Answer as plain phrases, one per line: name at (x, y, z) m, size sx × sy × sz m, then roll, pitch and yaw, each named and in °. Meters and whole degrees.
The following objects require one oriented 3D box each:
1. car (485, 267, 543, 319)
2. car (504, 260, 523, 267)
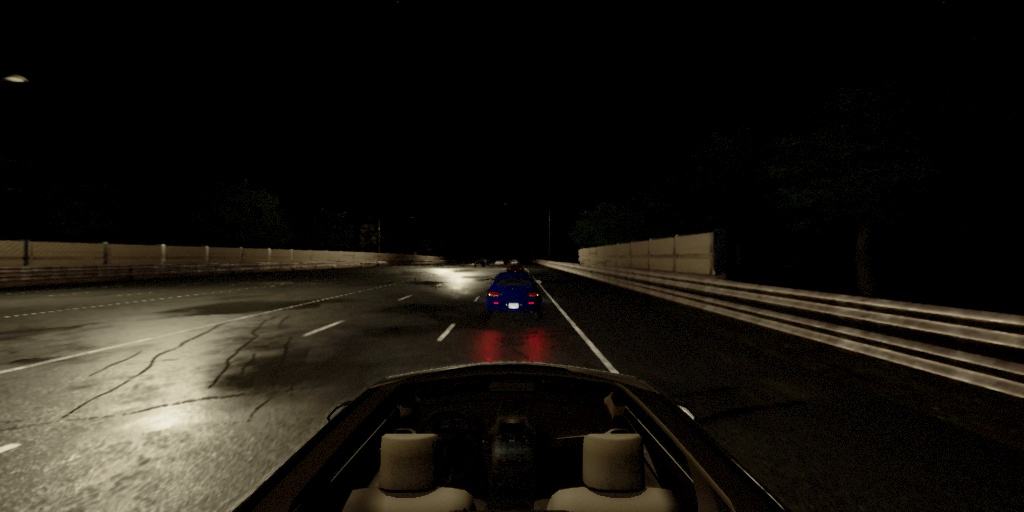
car at (0.069, 1.285, 12.764) m, size 1.812 × 1.442 × 4.674 m, roll 0°, pitch 0°, yaw 0°
car at (0.345, 1.450, 41.574) m, size 1.895 × 1.301 × 4.718 m, roll 0°, pitch 0°, yaw 1°
